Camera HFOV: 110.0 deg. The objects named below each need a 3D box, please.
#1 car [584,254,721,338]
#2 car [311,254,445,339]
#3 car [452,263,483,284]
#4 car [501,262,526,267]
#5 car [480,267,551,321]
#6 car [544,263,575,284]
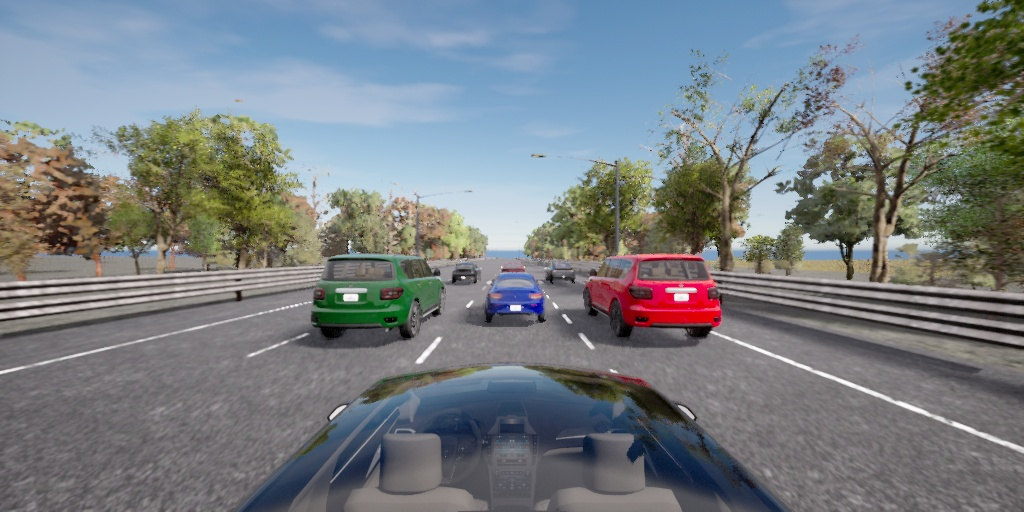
[{"bbox_3d":[3.599,0.973,10.300,2.150,2.045,5.566,0,0,0],"label":"car"},{"bbox_3d":[-3.401,0.973,10.250,2.150,2.045,5.566,0,0,0],"label":"car"},{"bbox_3d":[-3.404,1.268,27.519,1.837,1.490,4.892,0,0,0],"label":"car"},{"bbox_3d":[0.095,1.241,28.982,1.882,1.535,5.008,0,0,0],"label":"car"},{"bbox_3d":[0.098,1.278,12.265,1.812,1.442,4.674,0,0,0],"label":"car"},{"bbox_3d":[3.596,1.254,27.419,2.128,1.511,4.902,0,0,0],"label":"car"}]
